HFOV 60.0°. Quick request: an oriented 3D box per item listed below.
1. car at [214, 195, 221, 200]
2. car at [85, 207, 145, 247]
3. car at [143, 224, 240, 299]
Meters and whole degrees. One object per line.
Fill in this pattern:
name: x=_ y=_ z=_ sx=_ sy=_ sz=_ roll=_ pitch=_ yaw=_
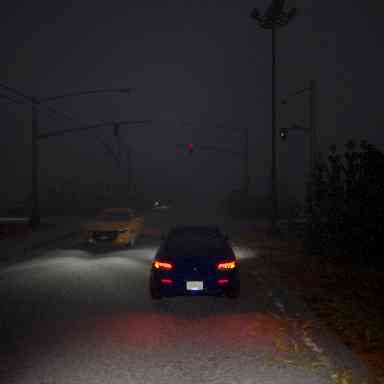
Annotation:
car: x=6.134 y=1.358 z=77.061 sx=1.895 sy=1.301 sz=4.718 roll=0 pitch=-1 yaw=7
car: x=-3.336 y=1.477 z=15.211 sx=1.882 sy=1.535 sz=5.008 roll=0 pitch=0 yaw=0
car: x=0.073 y=1.526 z=8.313 sx=1.812 sy=1.442 sz=4.674 roll=0 pitch=0 yaw=1
